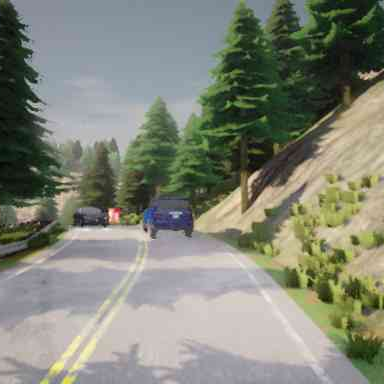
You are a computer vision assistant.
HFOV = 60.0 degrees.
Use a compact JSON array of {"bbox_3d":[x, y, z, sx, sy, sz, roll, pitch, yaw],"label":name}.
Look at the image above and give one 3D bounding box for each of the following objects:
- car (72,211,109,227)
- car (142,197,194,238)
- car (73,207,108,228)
[{"bbox_3d":[-10.759,2.883,34.981,1.812,1.442,4.674,5,-9,-42],"label":"car"},{"bbox_3d":[-1.452,1.328,18.464,2.150,2.045,5.566,2,-2,-15],"label":"car"},{"bbox_3d":[-7.756,1.883,25.174,1.837,1.490,4.892,3,-5,-29],"label":"car"}]
